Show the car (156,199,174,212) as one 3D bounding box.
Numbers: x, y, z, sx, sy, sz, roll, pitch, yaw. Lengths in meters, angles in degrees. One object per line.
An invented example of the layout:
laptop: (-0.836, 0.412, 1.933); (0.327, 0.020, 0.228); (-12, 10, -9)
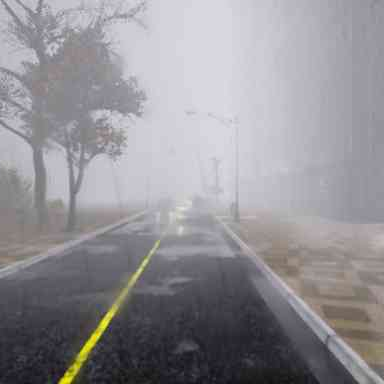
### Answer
car: (-3.067, 1.517, 39.170); (1.812, 1.442, 4.674); (0, 0, 0)

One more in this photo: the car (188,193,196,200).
car: (0.044, 1.213, 94.056); (2.097, 1.767, 4.553); (0, 0, 0)

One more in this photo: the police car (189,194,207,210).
police car: (0.920, 1.414, 43.139); (1.930, 1.638, 5.238); (0, 0, 0)

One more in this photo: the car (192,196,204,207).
car: (0.923, 1.491, 53.029); (1.837, 1.490, 4.892); (0, 0, 0)
